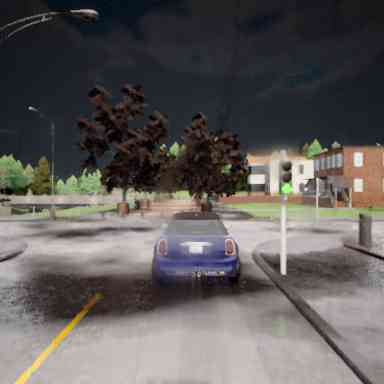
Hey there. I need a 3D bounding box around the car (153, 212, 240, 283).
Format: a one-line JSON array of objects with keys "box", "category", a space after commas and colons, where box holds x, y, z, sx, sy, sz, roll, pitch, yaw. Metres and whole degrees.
[{"box": [0.118, 1.348, 9.821, 2.097, 1.767, 4.553, 0, 0, 1], "category": "car"}]
